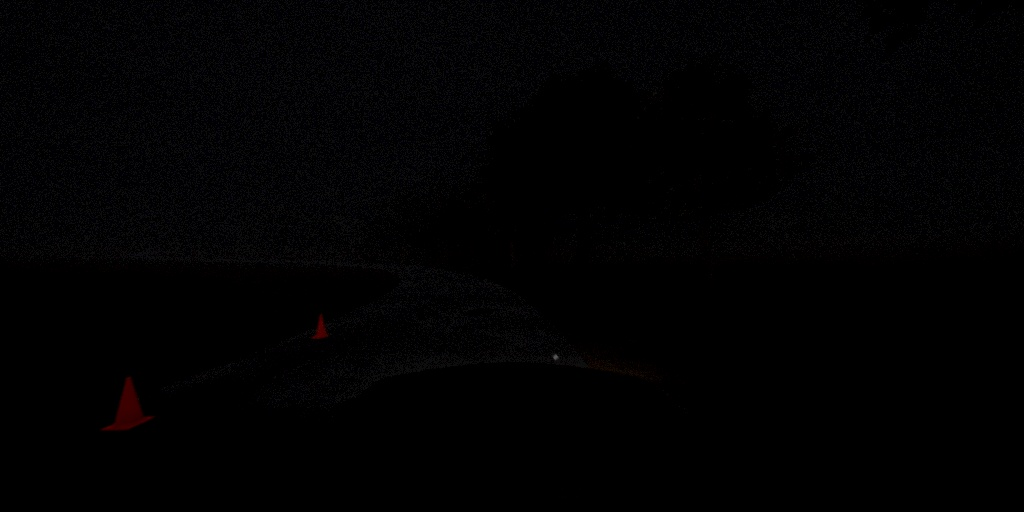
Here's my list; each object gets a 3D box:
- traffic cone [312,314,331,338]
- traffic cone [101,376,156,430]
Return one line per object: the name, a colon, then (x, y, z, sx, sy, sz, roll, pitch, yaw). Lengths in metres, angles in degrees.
traffic cone: (-4.969, 1.809, 9.347, 0.340, 0.580, 0.340, 0, 0, -4)
traffic cone: (-4.782, 1.804, 4.483, 0.340, 0.580, 0.340, 0, 0, -1)
